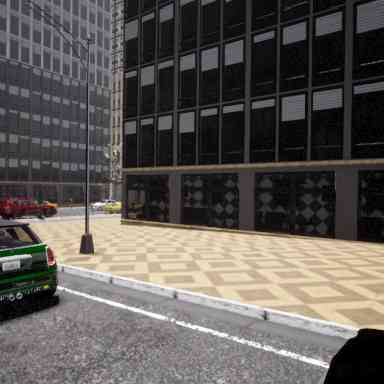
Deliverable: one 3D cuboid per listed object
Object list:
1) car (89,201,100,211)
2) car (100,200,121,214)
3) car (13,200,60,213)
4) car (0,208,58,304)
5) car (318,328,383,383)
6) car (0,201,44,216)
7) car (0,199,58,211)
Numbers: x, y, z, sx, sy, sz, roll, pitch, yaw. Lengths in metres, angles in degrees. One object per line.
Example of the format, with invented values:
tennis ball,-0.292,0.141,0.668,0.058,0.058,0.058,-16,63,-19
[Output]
car,-11.535,1.756,44.415,1.812,1.442,4.674,1,1,36
car,-8.099,1.830,39.341,1.752,1.417,4.829,1,0,37
car,-18.394,1.643,39.524,1.752,1.417,4.829,1,0,37
car,-4.988,1.348,7.251,4.553,1.767,2.097,0,0,36
car,3.009,1.601,1.532,4.718,1.301,1.895,0,0,36
car,-18.293,1.693,35.298,1.994,1.385,4.181,1,0,37
car,-14.914,1.519,30.143,2.192,1.841,5.009,1,0,37
